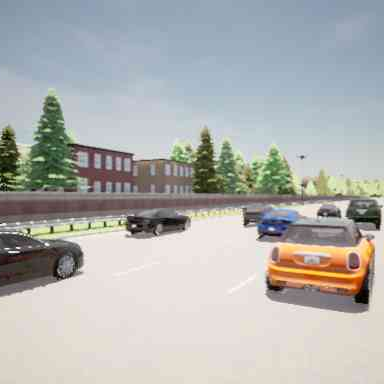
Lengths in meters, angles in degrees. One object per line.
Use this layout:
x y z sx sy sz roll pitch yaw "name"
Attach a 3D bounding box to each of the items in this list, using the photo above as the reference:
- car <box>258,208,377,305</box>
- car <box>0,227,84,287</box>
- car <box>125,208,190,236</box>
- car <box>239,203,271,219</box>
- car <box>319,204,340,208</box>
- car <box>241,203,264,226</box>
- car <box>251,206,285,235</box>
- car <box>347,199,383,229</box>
3.553 1.460 8.749 2.097 1.767 4.553 0 -1 30 "car"
-4.898 1.613 8.119 1.837 1.490 4.892 0 0 30 "car"
-1.924 1.734 20.245 1.882 1.535 5.008 0 -1 30 "car"
6.788 1.943 35.292 1.837 1.490 4.892 0 -1 30 "car"
13.651 1.933 33.177 1.812 1.442 4.674 0 -1 30 "car"
5.532 1.830 26.138 1.837 1.490 4.892 0 -1 30 "car"
5.152 1.707 18.494 1.882 1.535 5.008 0 -1 30 "car"
12.738 1.523 24.619 2.150 2.045 5.566 0 -1 30 "car"
